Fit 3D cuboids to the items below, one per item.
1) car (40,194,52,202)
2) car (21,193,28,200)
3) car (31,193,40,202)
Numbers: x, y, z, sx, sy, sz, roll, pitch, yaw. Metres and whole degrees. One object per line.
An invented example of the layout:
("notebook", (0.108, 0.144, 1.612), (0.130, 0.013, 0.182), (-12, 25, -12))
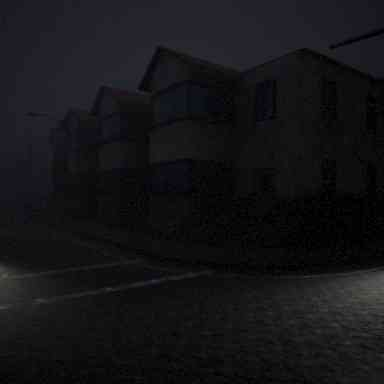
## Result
("car", (-28.759, 1.351, 68.820), (3.806, 1.475, 1.970), (0, 0, -36))
("car", (-40.383, 1.191, 84.120), (3.866, 1.878, 1.905), (0, 0, -36))
("car", (-32.815, 1.270, 73.804), (5.027, 1.636, 2.152), (0, 0, -36))
